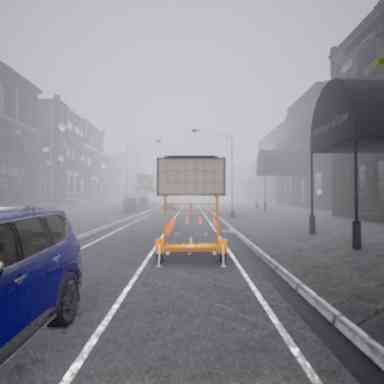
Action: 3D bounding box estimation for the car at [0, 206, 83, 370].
[{"bbox_3d":[-3.113,1.248,4.114,2.150,2.045,5.566,0,0,0],"label":"car"}]

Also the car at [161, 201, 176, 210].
[{"bbox_3d":[-3.265,1.919,47.283,1.895,1.301,4.718,0,-1,0],"label":"car"}]

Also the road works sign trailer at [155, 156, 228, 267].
[{"bbox_3d":[-0.027,0.529,11.667,2.380,3.560,2.880,0,0,0],"label":"road works sign trailer"}]
